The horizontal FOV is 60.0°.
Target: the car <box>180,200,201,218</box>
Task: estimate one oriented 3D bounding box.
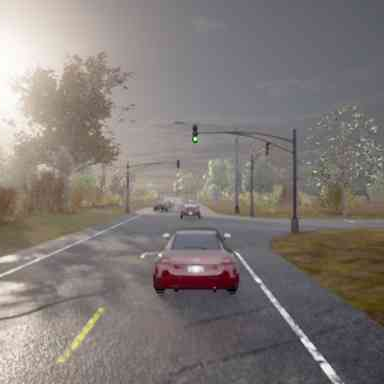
[{"bbox_3d":[-0.158,1.750,32.107,1.812,1.442,4.674,0,0,-1],"label":"car"}]

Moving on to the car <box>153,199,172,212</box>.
[{"bbox_3d":[-4.060,1.909,44.072,1.895,1.301,4.718,0,0,-1],"label":"car"}]

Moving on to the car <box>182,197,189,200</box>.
[{"bbox_3d":[-1.808,2.138,87.272,2.128,1.511,4.902,0,0,-2],"label":"car"}]

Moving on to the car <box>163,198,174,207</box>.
[{"bbox_3d":[-4.467,1.923,63.637,1.882,1.535,5.008,0,0,-2],"label":"car"}]

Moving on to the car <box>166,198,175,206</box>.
[{"bbox_3d":[-4.248,1.937,53.262,1.994,1.385,4.181,0,0,-1],"label":"car"}]

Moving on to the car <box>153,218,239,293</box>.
[{"bbox_3d":[0.125,1.627,9.072,1.994,1.385,4.181,0,0,1],"label":"car"}]

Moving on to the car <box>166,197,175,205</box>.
[{"bbox_3d":[-4.806,1.998,74.084,1.882,1.535,5.008,0,0,-2],"label":"car"}]
